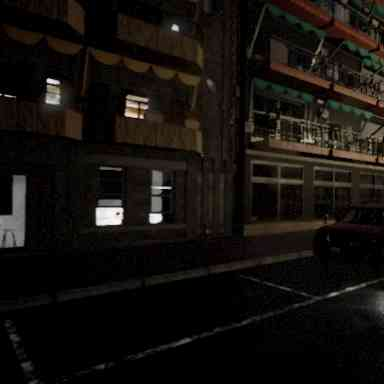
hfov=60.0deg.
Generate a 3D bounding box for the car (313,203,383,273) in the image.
[{"bbox_3d":[6.137,1.322,10.913,5.009,1.841,2.192,0,1,-35],"label":"car"}]
